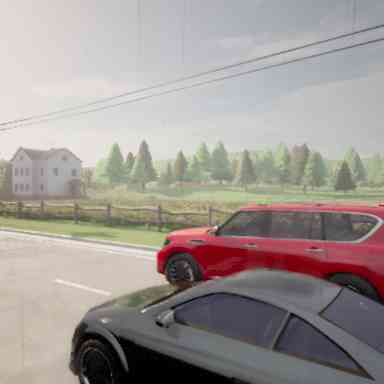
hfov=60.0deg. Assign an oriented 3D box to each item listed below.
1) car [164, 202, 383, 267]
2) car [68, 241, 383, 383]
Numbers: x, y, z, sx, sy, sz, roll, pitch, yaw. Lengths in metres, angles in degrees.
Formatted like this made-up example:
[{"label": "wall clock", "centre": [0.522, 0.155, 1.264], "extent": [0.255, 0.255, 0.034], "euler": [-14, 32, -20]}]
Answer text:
[{"label": "car", "centre": [1.803, 1.222, 7.006], "extent": [5.566, 2.045, 2.150], "euler": [0, 0, 36]}, {"label": "car", "centre": [0.577, 1.564, 3.580], "extent": [4.181, 1.385, 1.994], "euler": [0, 0, 36]}]
